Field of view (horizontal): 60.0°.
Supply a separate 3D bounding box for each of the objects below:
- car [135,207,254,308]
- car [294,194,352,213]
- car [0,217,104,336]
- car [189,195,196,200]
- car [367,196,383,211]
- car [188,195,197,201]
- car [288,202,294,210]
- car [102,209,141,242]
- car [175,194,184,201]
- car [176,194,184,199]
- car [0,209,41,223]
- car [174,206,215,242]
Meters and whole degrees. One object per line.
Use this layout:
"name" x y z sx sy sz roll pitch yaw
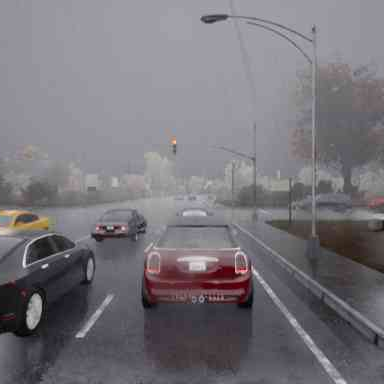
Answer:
"car" 0.107 1.348 8.072 2.097 1.767 4.553 0 0 0
"car" 14.501 1.203 36.398 5.566 2.045 2.150 0 0 3
"car" -3.392 1.501 6.659 1.837 1.490 4.892 0 0 0
"car" 0.137 1.477 95.344 1.812 1.442 4.674 0 0 1
"car" 23.859 1.192 39.391 5.566 2.045 2.150 0 0 3
"car" 0.081 1.459 82.906 1.837 1.490 4.892 0 0 0
"car" 14.025 1.485 39.933 4.892 1.490 1.837 0 0 3
"car" -3.386 1.539 16.317 2.033 1.411 5.357 0 0 0
"car" -3.413 1.502 85.313 1.994 1.385 4.181 0 0 0
"car" -3.364 1.355 95.339 1.994 1.385 4.181 0 0 1
"car" -7.115 1.471 12.600 1.882 1.535 5.008 0 0 0
"car" 0.116 1.517 17.111 1.812 1.442 4.674 0 0 0
